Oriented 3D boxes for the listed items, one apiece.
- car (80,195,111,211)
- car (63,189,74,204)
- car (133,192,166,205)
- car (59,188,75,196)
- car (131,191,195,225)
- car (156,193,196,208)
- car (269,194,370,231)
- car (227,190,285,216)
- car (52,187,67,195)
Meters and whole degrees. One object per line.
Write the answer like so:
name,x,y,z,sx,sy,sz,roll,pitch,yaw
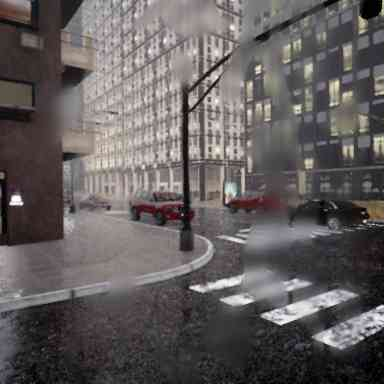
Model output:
car,-8.439,0.916,28.746,1.802,1.307,4.206,0,1,-36
car,-14.960,0.677,37.718,2.008,1.369,4.403,0,1,-36
car,-4.959,0.685,38.209,1.947,1.339,4.313,0,1,-36
car,-24.526,0.033,65.132,1.887,1.381,4.507,0,1,-36
car,-1.914,0.855,19.771,2.192,1.841,5.009,0,1,-36
car,-1.697,0.788,33.722,1.947,1.339,4.313,0,1,-36
car,6.745,1.094,17.677,1.837,1.490,4.892,-1,2,-36
car,4.829,0.744,24.744,2.192,1.841,5.009,0,1,-36
car,-27.786,-0.177,69.617,1.967,1.590,4.097,0,1,-36
